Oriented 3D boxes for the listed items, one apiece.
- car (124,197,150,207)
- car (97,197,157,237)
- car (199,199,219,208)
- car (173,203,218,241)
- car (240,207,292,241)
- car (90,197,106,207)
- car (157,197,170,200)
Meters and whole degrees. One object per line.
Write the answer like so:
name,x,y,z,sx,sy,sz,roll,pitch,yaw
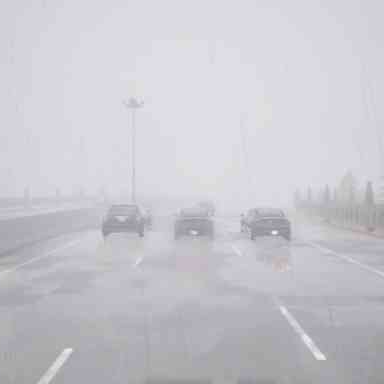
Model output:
car,-8.540,1.525,52.139,1.837,1.490,4.892,0,0,19
car,-3.369,1.359,18.218,2.097,1.767,4.553,0,0,1
car,1.646,1.519,34.901,1.837,1.490,4.892,0,0,10
car,0.114,1.512,16.824,1.837,1.490,4.892,0,0,0
car,3.616,1.512,16.892,1.837,1.490,4.892,0,0,0
car,-13.147,1.544,49.076,1.812,1.442,4.674,0,0,17
car,-4.696,1.498,52.566,1.882,1.535,5.008,0,0,20
